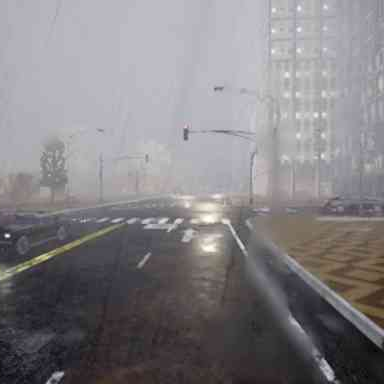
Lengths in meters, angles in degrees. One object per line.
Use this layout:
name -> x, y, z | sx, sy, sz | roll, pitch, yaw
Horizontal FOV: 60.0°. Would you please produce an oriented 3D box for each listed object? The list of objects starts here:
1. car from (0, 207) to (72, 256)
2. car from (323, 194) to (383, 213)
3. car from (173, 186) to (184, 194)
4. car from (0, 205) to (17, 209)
car -> -6.292, 1.392, 12.371 | 1.895, 1.301, 4.718 | 0, 1, 2
car -> 13.670, 0.928, 27.991 | 4.902, 1.511, 2.128 | 0, 1, 6
car -> -3.247, -0.467, 82.157 | 2.150, 2.045, 5.566 | 0, 1, 6
car -> -9.390, 1.334, 15.690 | 1.895, 1.301, 4.718 | 0, 1, 3
